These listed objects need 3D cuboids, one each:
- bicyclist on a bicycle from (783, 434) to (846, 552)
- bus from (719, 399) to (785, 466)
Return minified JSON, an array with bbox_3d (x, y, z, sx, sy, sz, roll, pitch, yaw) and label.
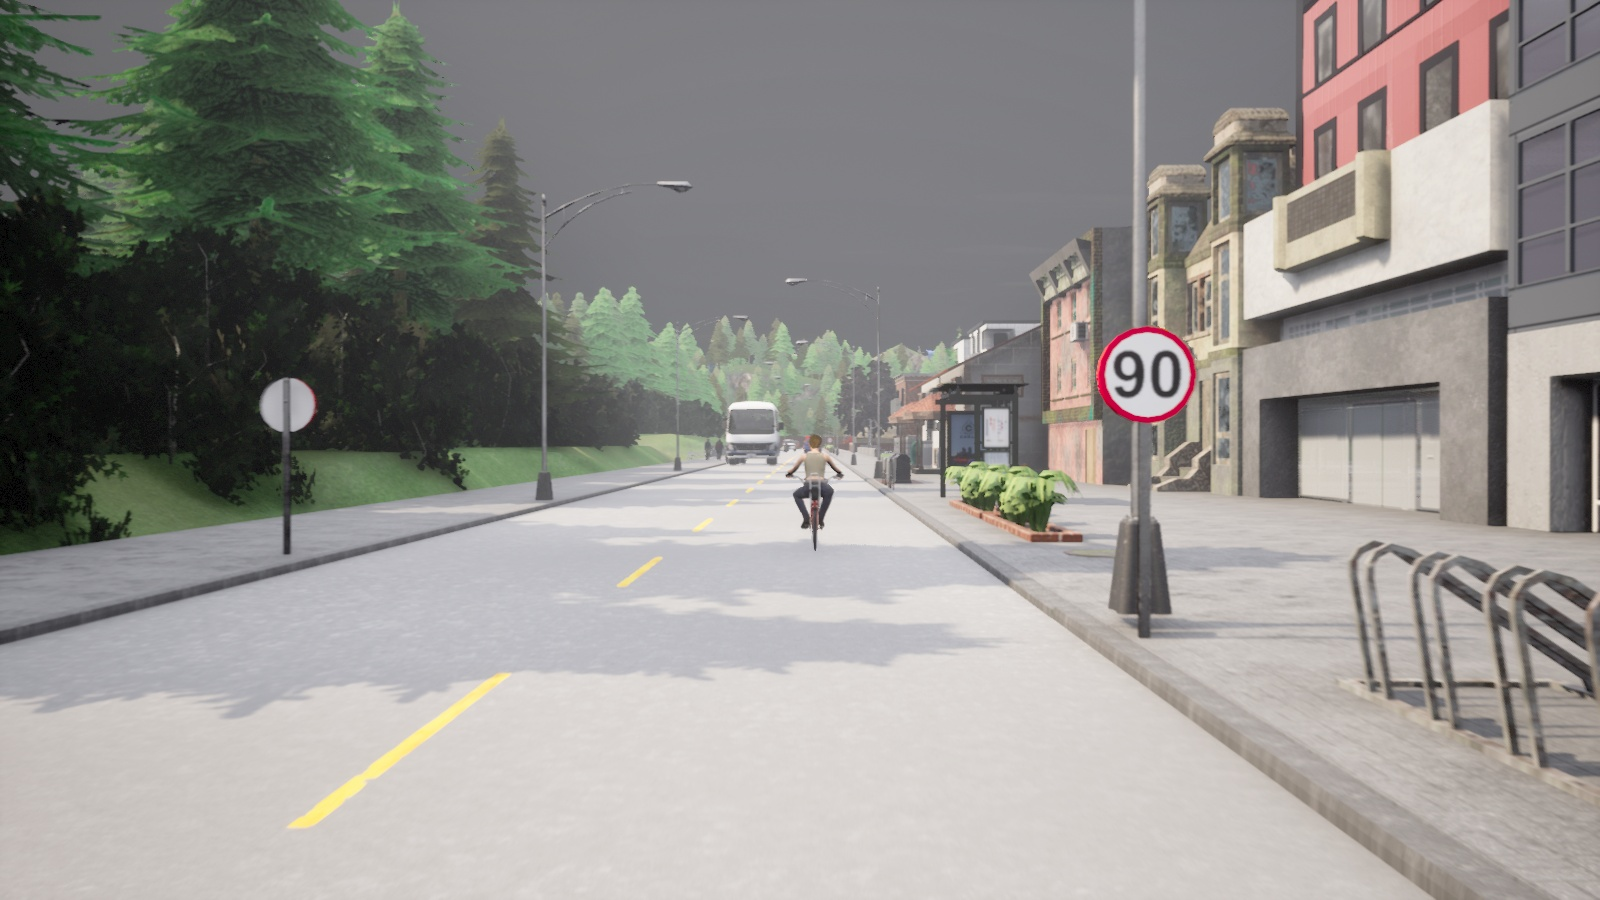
[{"bbox_3d":[0.204,0.582,17.913,0.866,1.612,1.509,0,0,0],"label":"bicyclist on a bicycle"},{"bbox_3d":[-3.131,-1.111,84.927,3.944,4.253,10.273,0,0,1],"label":"bus"}]
